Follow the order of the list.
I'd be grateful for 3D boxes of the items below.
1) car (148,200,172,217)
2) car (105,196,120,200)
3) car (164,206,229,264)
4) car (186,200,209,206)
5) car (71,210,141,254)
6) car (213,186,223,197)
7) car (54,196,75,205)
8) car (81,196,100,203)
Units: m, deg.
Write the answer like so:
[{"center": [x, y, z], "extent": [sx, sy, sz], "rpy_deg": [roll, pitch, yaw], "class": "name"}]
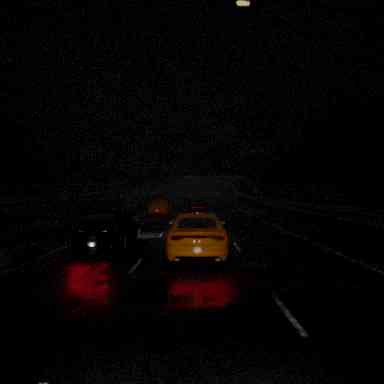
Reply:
[{"center": [-2.951, 1.447, 31.383], "extent": [1.882, 1.535, 5.008], "rpy_deg": [0, 0, 2], "class": "car"}, {"center": [-12.810, 1.331, 53.487], "extent": [1.994, 1.385, 4.181], "rpy_deg": [0, 1, 3], "class": "car"}, {"center": [0.178, 1.469, 11.751], "extent": [1.882, 1.535, 5.008], "rpy_deg": [0, 0, 1], "class": "car"}, {"center": [0.512, 1.480, 29.957], "extent": [1.837, 1.490, 4.892], "rpy_deg": [0, 0, 1], "class": "car"}, {"center": [-3.303, 1.493, 13.474], "extent": [1.837, 1.490, 4.892], "rpy_deg": [0, 0, 1], "class": "car"}, {"center": [6.890, 0.173, 88.351], "extent": [2.150, 2.045, 5.566], "rpy_deg": [0, 2, 4], "class": "car"}, {"center": [-19.888, 1.311, 52.058], "extent": [1.812, 1.442, 4.674], "rpy_deg": [0, 1, 3], "class": "car"}, {"center": [-16.311, 1.329, 53.546], "extent": [1.994, 1.385, 4.181], "rpy_deg": [0, 1, 3], "class": "car"}]
